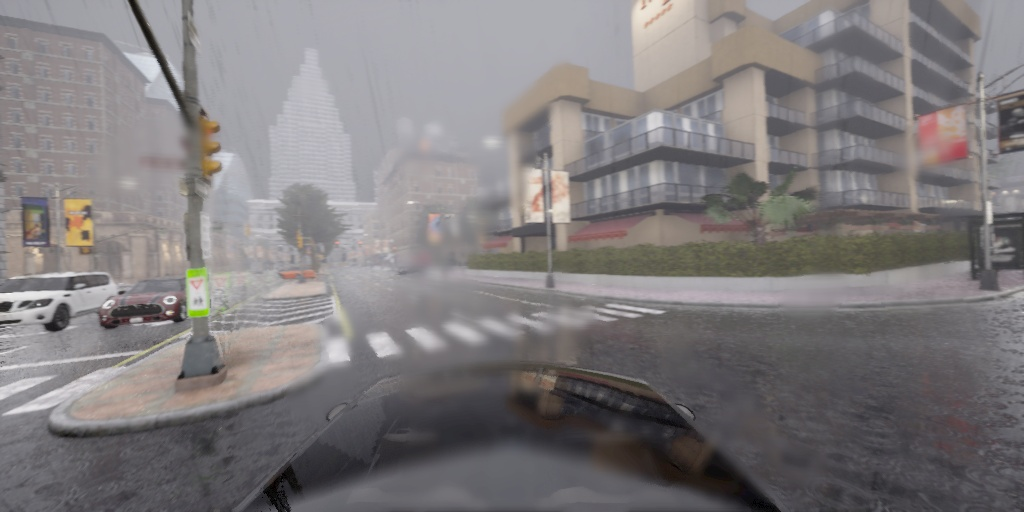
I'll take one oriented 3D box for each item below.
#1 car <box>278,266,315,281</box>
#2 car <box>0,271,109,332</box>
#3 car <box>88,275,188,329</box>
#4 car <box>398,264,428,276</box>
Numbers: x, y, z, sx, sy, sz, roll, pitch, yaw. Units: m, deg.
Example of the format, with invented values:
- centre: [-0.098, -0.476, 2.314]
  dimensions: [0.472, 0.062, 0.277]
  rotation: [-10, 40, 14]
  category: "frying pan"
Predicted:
- centre: [-27.324, 2.169, 45.476]
  dimensions: [4.553, 1.767, 2.097]
  rotation: [-2, 0, 23]
  category: "car"
- centre: [-17.582, 1.671, 13.702]
  dimensions: [2.150, 2.045, 5.566]
  rotation: [-2, 0, -27]
  category: "car"
- centre: [-13.938, 1.654, 14.288]
  dimensions: [2.097, 1.767, 4.553]
  rotation: [-2, 0, -27]
  category: "car"
- centre: [-13.020, 1.803, 47.498]
  dimensions: [1.994, 1.385, 4.181]
  rotation: [-3, 0, 26]
  category: "car"
